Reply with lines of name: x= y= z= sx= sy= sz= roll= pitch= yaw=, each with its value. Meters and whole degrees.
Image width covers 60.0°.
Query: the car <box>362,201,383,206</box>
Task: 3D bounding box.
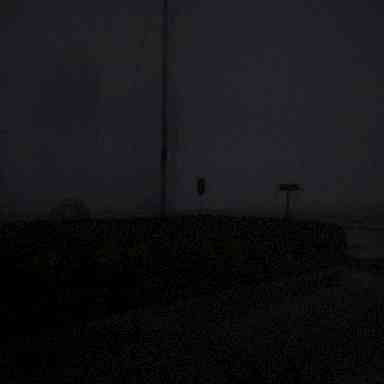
car: x=28.730 y=2.137 z=51.402 sx=2.033 sy=1.411 sz=5.357 roll=1 pitch=0 yaw=-35

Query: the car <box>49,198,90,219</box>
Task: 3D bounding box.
car: x=-9.219 y=1.386 z=24.897 sx=1.932 sy=1.855 sz=4.605 roll=1 pitch=0 yaw=-36

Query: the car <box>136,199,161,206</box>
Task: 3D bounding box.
car: x=-5.645 y=1.711 z=43.851 sx=2.242 sy=1.667 sz=4.611 roll=1 pitch=0 yaw=-36
